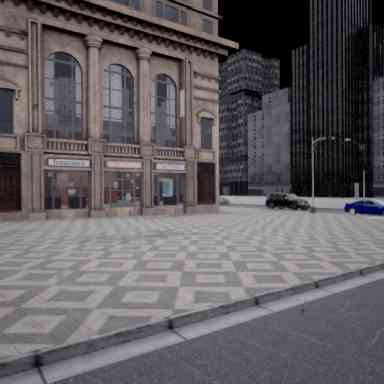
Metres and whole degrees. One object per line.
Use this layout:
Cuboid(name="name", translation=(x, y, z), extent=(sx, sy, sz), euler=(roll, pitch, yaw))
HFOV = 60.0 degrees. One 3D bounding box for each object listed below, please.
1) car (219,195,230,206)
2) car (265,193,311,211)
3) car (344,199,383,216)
Cuboid(name="car", translation=(3.715, 1.226, 49.947), extent=(2.097, 1.767, 4.553), euler=(-1, 1, -34))
Cuboid(name="car", translation=(11.113, 1.132, 38.973), extent=(2.150, 2.045, 5.566), euler=(-1, 1, -34))
Cuboid(name="car", translation=(16.698, 1.419, 30.714), extent=(1.882, 1.535, 5.008), euler=(-1, 1, -35))
